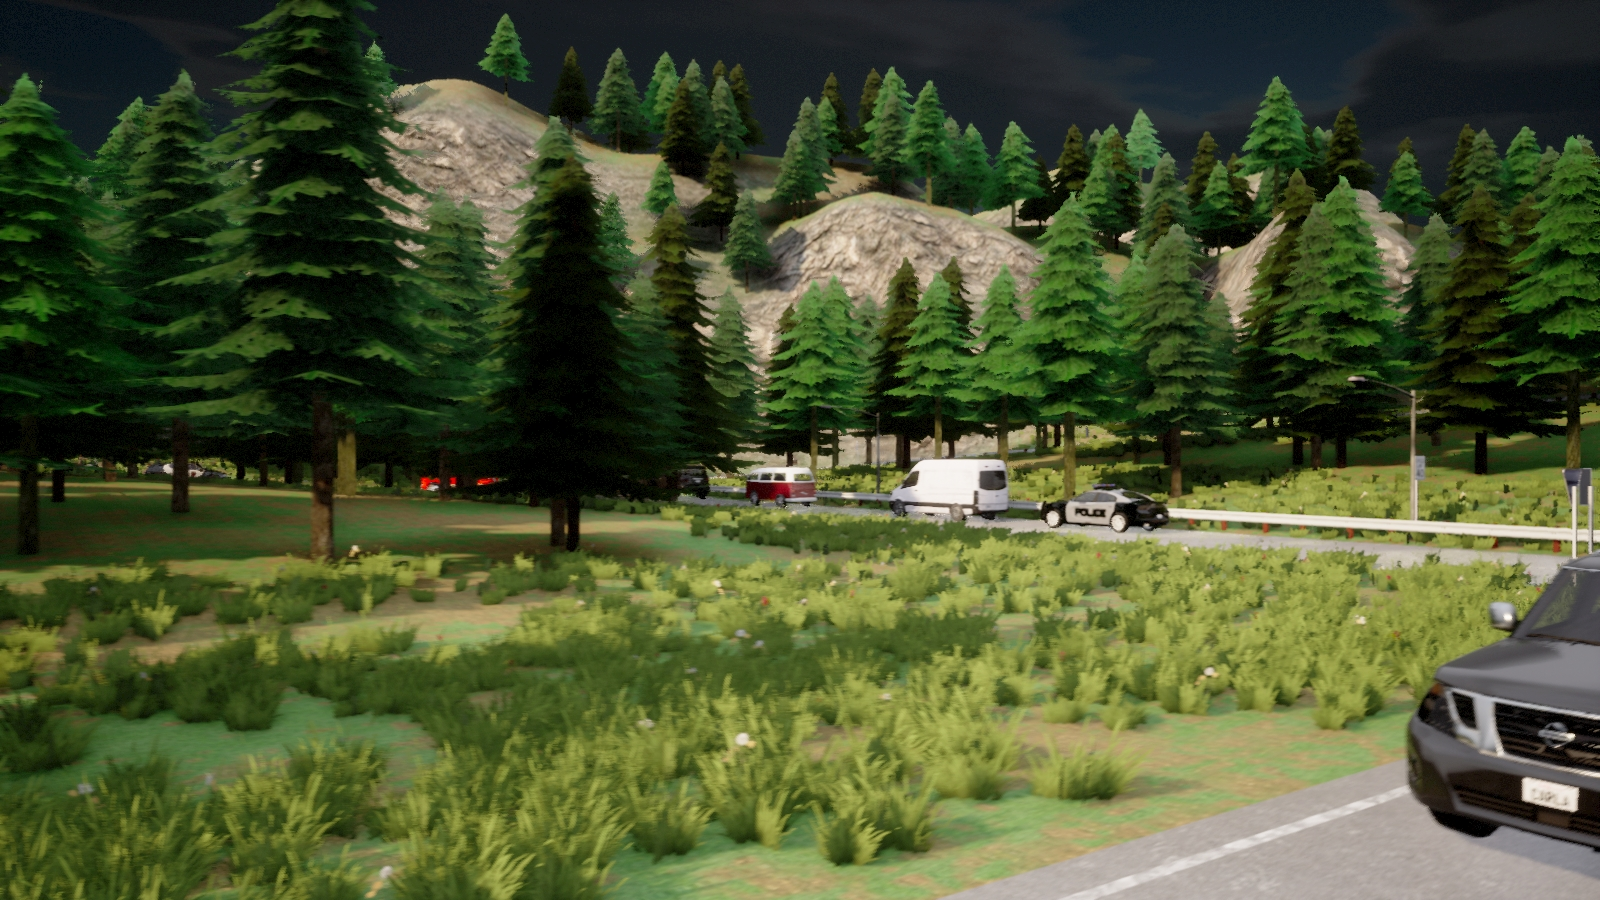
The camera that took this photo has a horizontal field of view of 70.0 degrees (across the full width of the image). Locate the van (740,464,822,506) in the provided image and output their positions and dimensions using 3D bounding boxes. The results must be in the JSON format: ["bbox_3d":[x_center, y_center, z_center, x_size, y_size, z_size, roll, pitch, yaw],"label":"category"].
[{"bbox_3d":[-1.026,1.783,59.411,2.069,2.038,4.480,0,0,-35],"label":"van"}]

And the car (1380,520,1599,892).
[{"bbox_3d":[6.929,1.640,8.683,5.566,2.045,2.150,0,0,-35],"label":"car"}]

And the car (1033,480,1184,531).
[{"bbox_3d":[11.264,1.982,42.094,2.097,1.638,5.238,0,0,-35],"label":"car"}]

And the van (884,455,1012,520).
[{"bbox_3d":[6.241,1.535,49.053,1.988,2.561,5.915,0,0,-35],"label":"van"}]
